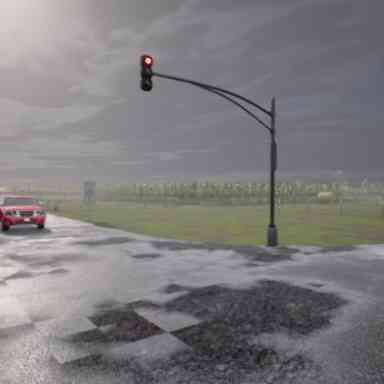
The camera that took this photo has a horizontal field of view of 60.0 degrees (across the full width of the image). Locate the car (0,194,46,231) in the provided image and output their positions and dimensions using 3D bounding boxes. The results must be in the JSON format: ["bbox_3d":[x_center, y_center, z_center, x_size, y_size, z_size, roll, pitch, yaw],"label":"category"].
[{"bbox_3d":[-10.690,1.176,20.555,2.150,2.045,5.566,0,0,-36],"label":"car"}]
